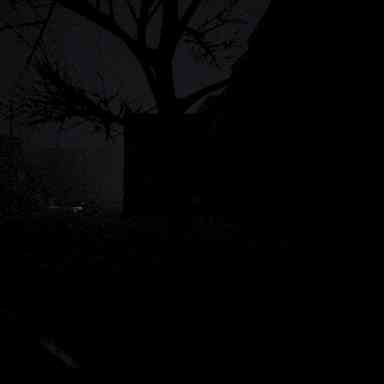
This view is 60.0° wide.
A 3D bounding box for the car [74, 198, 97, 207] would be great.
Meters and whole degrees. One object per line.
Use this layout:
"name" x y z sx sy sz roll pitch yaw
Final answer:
"car" -17.294 1.720 54.361 1.837 1.490 4.892 1 -1 11
